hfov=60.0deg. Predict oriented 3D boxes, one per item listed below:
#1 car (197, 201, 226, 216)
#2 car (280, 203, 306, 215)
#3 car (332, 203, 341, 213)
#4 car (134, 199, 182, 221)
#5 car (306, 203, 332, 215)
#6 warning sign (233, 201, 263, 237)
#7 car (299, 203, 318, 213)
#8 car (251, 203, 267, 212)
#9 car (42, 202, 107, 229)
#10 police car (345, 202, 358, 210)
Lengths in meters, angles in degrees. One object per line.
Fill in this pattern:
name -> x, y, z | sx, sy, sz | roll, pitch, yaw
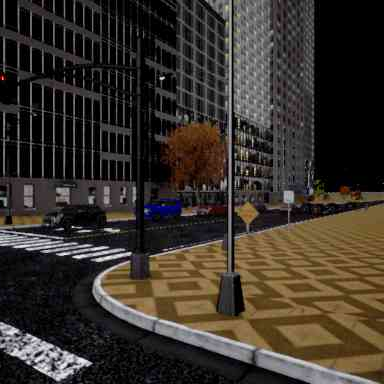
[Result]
car -> 2.449, 2.004, 40.959 | 2.097, 1.767, 4.553 | 0, -1, 33
car -> 13.854, 2.400, 46.388 | 2.033, 1.411, 5.357 | 0, -1, 33
car -> 23.125, 2.573, 54.687 | 1.837, 1.490, 4.892 | 0, -1, 33
car -> -3.155, 1.688, 32.276 | 2.150, 2.045, 5.566 | 0, -1, 33
car -> 17.724, 2.397, 46.298 | 1.837, 1.490, 4.892 | 0, -1, 33
warning sign -> 3.127, 1.453, 18.552 | 1.300, 1.860, 1.060 | 1, 1, 33
car -> 19.171, 2.532, 54.725 | 1.837, 1.490, 4.892 | 0, -1, 33
car -> 10.195, 2.453, 52.831 | 2.033, 1.411, 5.357 | 0, -1, 33
car -> -8.428, 1.645, 24.098 | 2.097, 1.767, 4.553 | 0, -1, 33
police car -> 31.544, 2.737, 65.818 | 1.930, 1.638, 5.238 | 0, -1, 33
